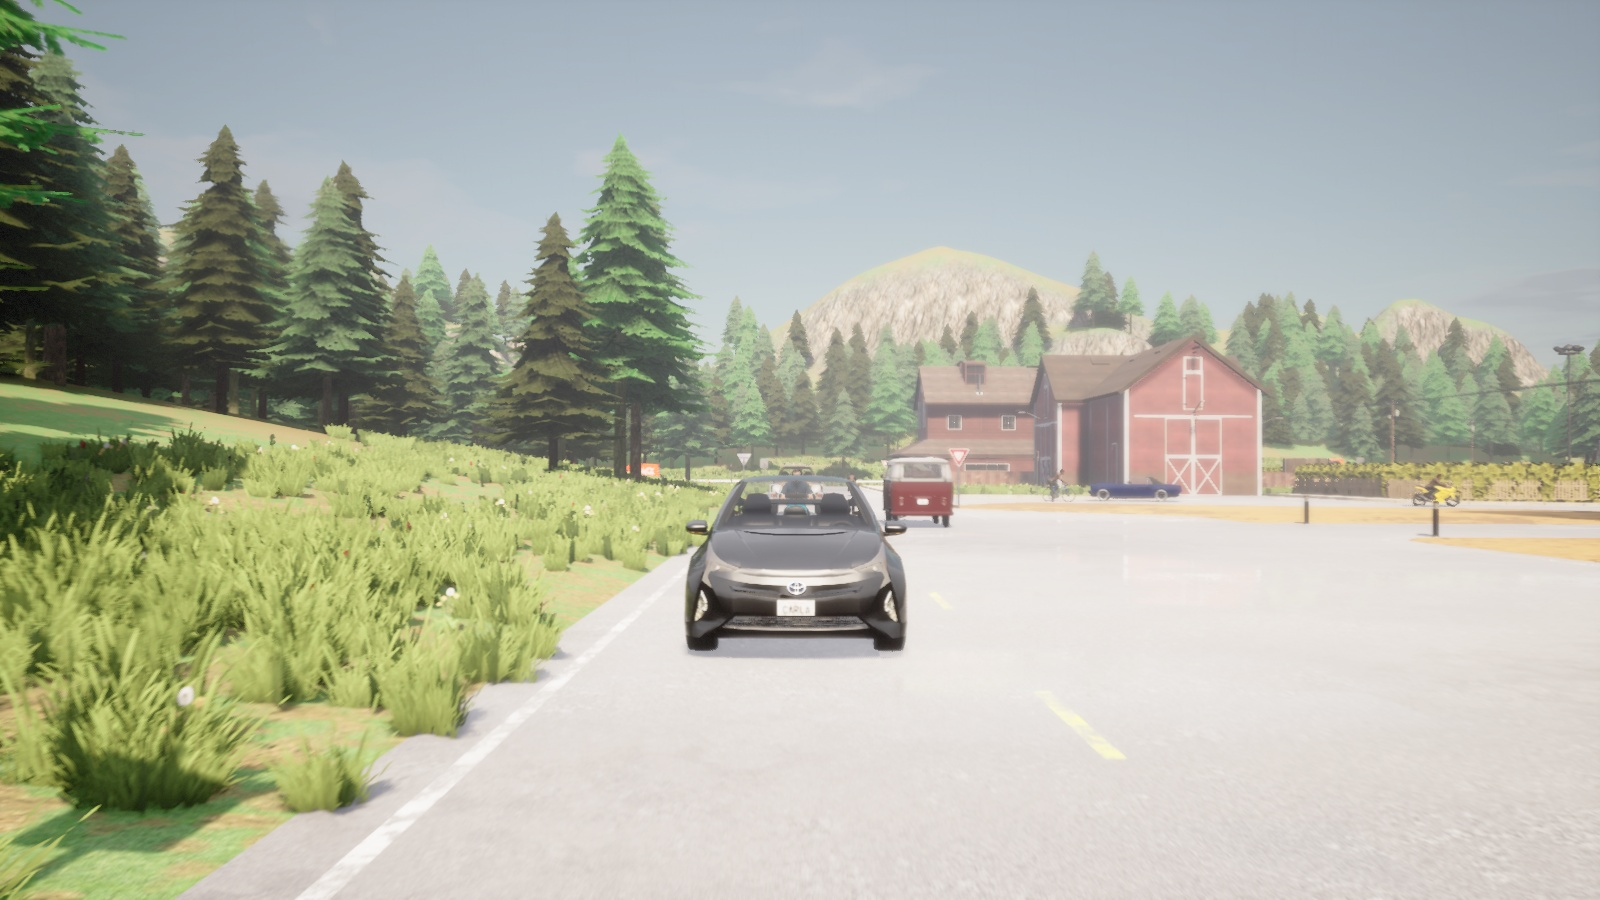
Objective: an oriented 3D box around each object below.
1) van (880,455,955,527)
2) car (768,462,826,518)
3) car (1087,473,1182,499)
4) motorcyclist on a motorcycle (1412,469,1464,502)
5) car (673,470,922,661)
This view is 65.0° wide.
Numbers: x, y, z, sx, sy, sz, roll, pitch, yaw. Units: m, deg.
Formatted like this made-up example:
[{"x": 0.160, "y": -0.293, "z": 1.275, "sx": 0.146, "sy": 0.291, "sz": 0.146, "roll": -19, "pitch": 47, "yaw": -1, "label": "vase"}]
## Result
[{"x": 3.415, "y": 1.182, "z": 37.063, "sx": 1.775, "sy": 1.987, "sz": 4.442, "roll": 0, "pitch": -1, "yaw": 0, "label": "van"}, {"x": -0.101, "y": 1.387, "z": 44.560, "sx": 1.932, "sy": 1.855, "sz": 4.605, "roll": 0, "pitch": -1, "yaw": 0, "label": "car"}, {"x": 17.371, "y": 1.875, "z": 65.149, "sx": 4.718, "sy": 1.301, "sz": 1.895, "roll": 0, "pitch": -1, "yaw": 17, "label": "car"}, {"x": 29.466, "y": 1.640, "z": 58.047, "sx": 2.044, "sy": 1.523, "sz": 0.797, "roll": 0, "pitch": -1, "yaw": 17, "label": "motorcyclist on a motorcycle"}, {"x": -0.029, "y": 0.972, "z": 12.394, "sx": 2.007, "sy": 1.525, "sz": 4.514, "roll": 0, "pitch": -1, "yaw": 0, "label": "car"}]
